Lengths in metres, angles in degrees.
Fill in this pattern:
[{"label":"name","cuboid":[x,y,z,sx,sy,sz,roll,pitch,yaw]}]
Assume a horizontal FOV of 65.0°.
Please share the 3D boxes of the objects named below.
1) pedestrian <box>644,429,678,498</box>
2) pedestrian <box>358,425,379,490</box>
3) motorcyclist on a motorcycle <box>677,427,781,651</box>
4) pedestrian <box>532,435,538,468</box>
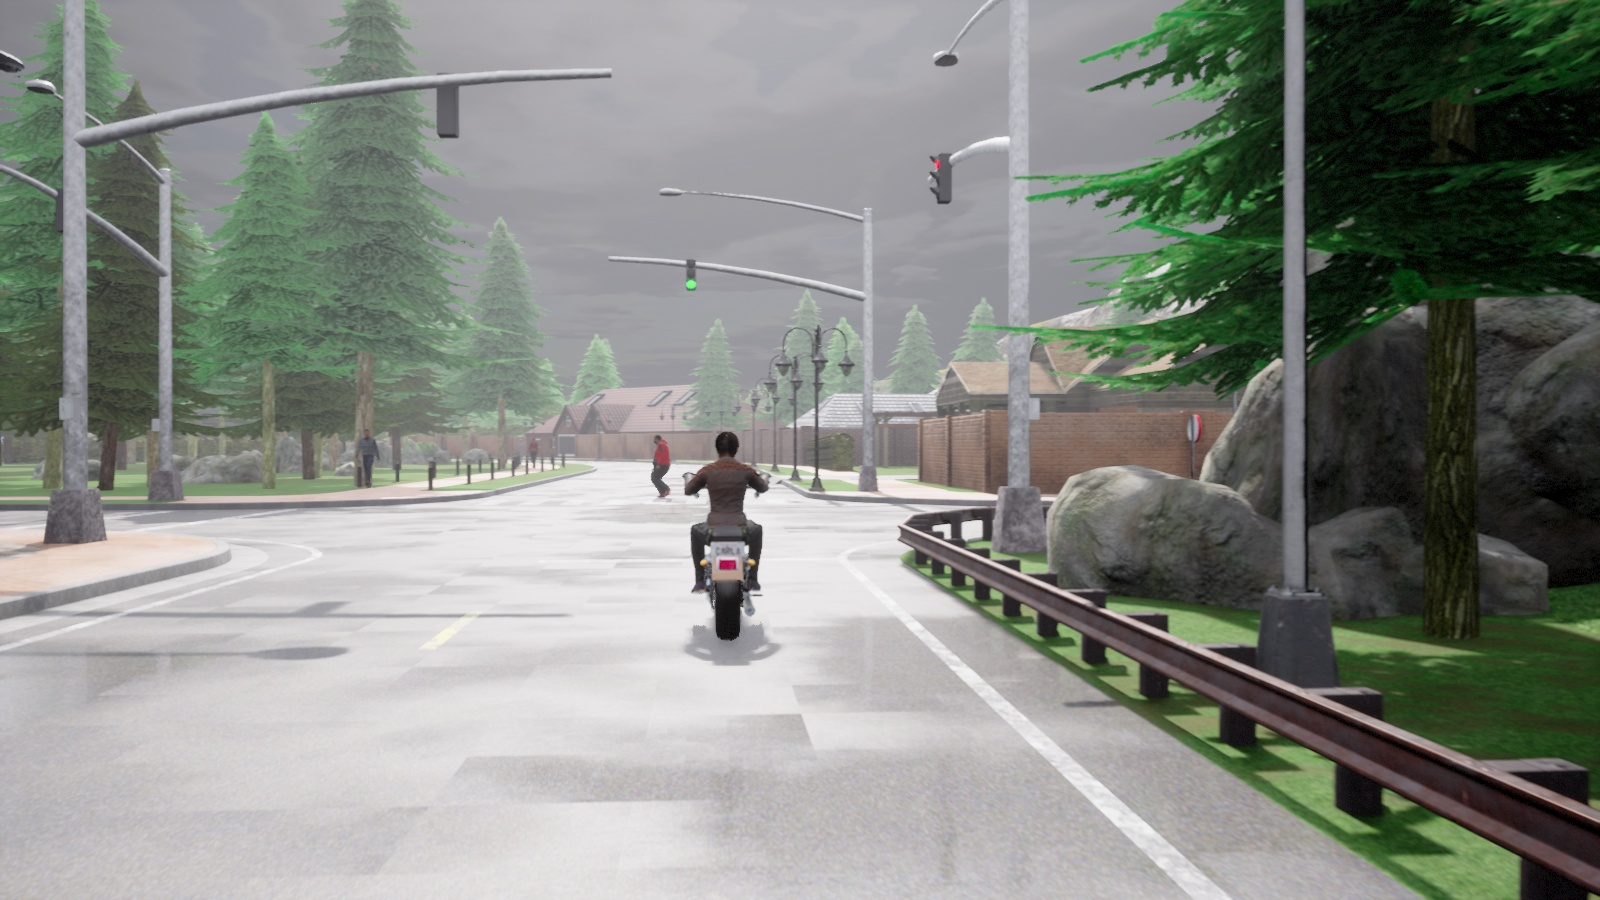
[{"label":"pedestrian","cuboid":[-3.748,0.365,33.833,0.899,1.844,0.634,0,0,-5]},{"label":"pedestrian","cuboid":[-13.008,0.214,37.872,0.423,1.949,0.788,0,0,-4]},{"label":"motorcyclist on a motorcycle","cuboid":[-0.598,0.656,10.430,0.766,1.649,2.350,0,0,-4]},{"label":"pedestrian","cuboid":[-14.985,0.081,70.992,0.331,1.846,0.636,0,0,-12]}]
